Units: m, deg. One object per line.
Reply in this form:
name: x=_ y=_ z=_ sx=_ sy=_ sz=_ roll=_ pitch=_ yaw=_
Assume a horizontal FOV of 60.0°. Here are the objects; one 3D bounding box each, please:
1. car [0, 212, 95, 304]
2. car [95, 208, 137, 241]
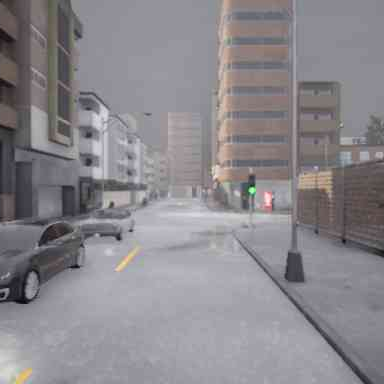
car: x=-4.077 y=1.454 z=8.080 sx=1.837 sy=1.490 sz=4.892 roll=0 pitch=0 yaw=0
car: x=-4.003 y=1.497 z=16.252 sx=1.895 sy=1.301 sz=4.718 roll=0 pitch=0 yaw=0
